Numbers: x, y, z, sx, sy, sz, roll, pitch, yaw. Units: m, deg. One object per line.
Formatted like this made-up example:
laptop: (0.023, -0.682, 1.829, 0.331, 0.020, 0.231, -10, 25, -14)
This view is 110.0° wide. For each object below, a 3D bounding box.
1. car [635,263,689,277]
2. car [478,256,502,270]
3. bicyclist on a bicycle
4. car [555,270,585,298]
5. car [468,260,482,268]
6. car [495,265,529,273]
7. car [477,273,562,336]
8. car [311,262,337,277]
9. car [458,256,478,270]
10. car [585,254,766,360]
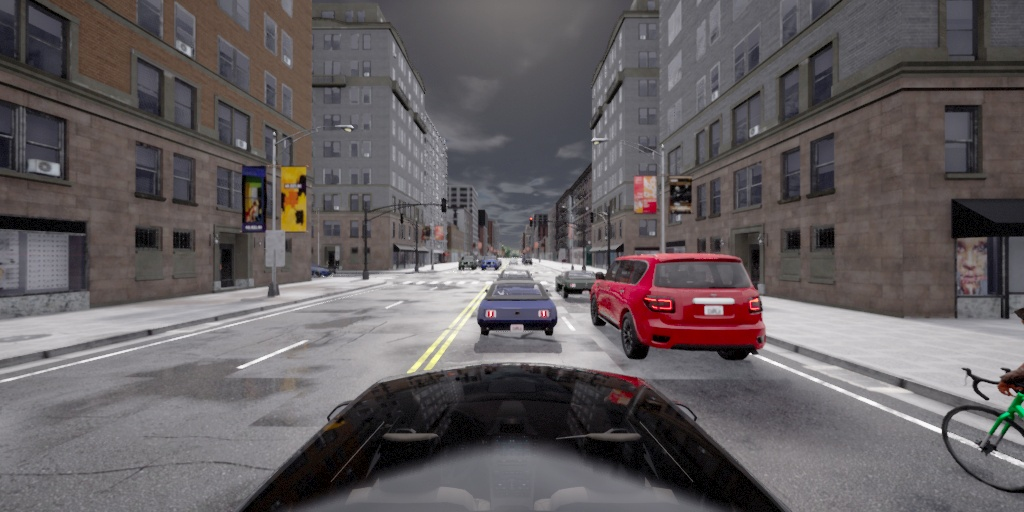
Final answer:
car: (15.201, 1.400, 36.526, 4.718, 1.301, 1.895, 0, 0, 0)
car: (-3.110, 0.975, 51.811, 2.150, 2.045, 5.566, 0, 0, 2)
bicyclist on a bicycle: (4.149, 1.203, 2.646, 0.582, 1.620, 1.656, 0, 0, 0)
car: (3.315, 1.349, 18.247, 1.895, 1.301, 4.718, 0, 0, 0)
car: (-6.332, 1.317, 61.518, 1.994, 1.385, 4.181, 0, 0, 0)
car: (0.170, 1.350, 19.509, 1.895, 1.301, 4.718, 0, 0, 0)
car: (0.133, 1.350, 10.405, 1.895, 1.301, 4.718, 0, 0, 0)
car: (-19.557, 1.273, 33.857, 5.357, 1.411, 2.033, 0, 0, 1)
car: (-6.385, 0.975, 52.112, 2.150, 2.045, 5.566, 0, 0, 0)
car: (3.350, 0.970, 8.478, 2.150, 2.045, 5.566, 0, 0, 2)
